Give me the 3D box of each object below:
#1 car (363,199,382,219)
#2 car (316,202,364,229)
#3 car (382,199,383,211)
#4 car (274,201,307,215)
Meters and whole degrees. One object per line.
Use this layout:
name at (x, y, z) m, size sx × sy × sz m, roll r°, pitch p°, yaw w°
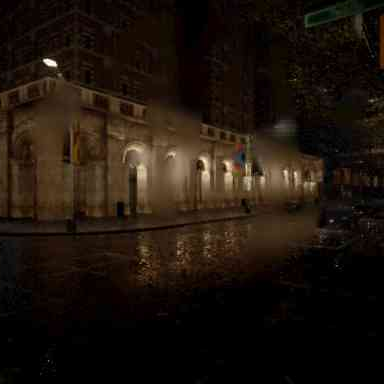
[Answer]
car at (15.270, 1.553, 29.516) m, size 1.994 × 1.385 × 4.181 m, roll 0°, pitch 0°, yaw 35°
car at (9.504, 1.553, 21.514) m, size 1.994 × 1.385 × 4.181 m, roll 0°, pitch 0°, yaw 36°
car at (21.526, 1.536, 38.157) m, size 2.033 × 1.411 × 5.357 m, roll 0°, pitch 0°, yaw 36°
car at (9.970, 1.568, 33.525) m, size 1.895 × 1.301 × 4.718 m, roll 0°, pitch 0°, yaw 36°
